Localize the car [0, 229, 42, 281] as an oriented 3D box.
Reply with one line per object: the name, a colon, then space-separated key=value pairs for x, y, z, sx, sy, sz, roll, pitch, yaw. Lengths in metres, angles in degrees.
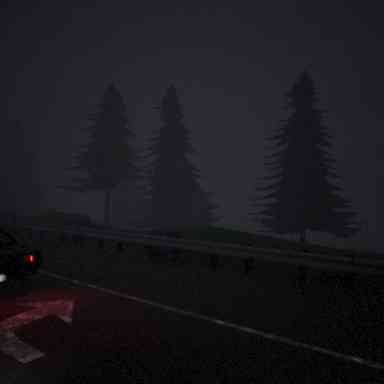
car: x=-5.871 y=1.534 z=8.424 sx=4.718 sy=1.301 sz=1.895 roll=1 pitch=0 yaw=37
